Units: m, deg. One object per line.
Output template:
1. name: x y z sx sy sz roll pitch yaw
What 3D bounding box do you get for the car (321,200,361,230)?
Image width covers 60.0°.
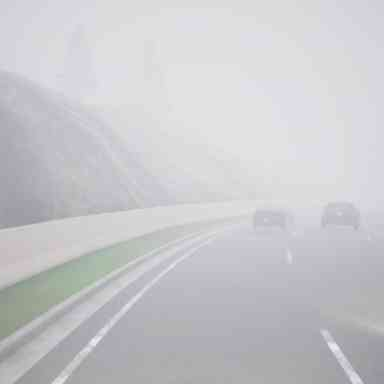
1. car: 9.781 1.372 21.664 2.097 1.767 4.553 1 0 29

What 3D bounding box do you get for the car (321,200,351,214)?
1. car: 15.959 1.594 36.718 1.994 1.385 4.181 1 0 38

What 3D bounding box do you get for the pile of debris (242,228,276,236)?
1. pile of debris: 3.657 2.160 17.966 1.500 0.140 1.860 0 0 22

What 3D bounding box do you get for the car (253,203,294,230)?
1. car: 5.310 1.467 21.295 1.882 1.535 5.008 0 0 25
